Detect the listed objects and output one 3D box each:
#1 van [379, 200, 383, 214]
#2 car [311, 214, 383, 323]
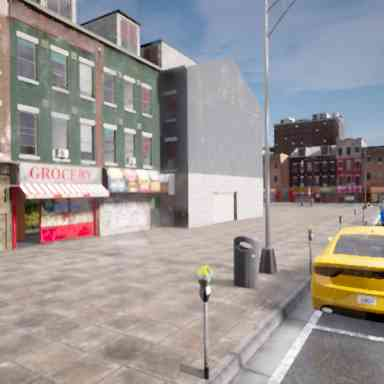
[{"bbox_3d":[13.031,1.332,21.326,1.690,1.788,3.998,-1,-1,31],"label":"van"},{"bbox_3d":[3.932,1.477,7.142,1.882,1.535,5.008,0,0,31],"label":"car"}]
